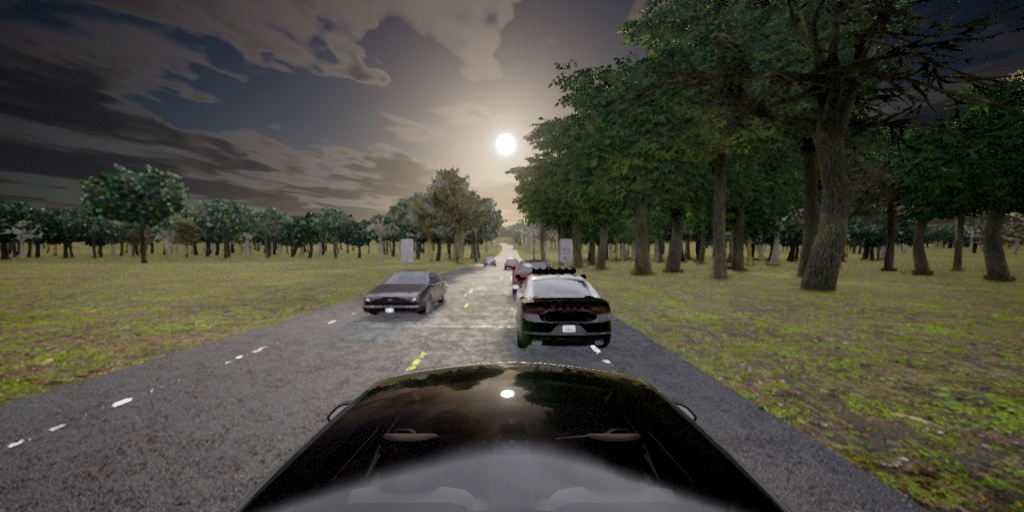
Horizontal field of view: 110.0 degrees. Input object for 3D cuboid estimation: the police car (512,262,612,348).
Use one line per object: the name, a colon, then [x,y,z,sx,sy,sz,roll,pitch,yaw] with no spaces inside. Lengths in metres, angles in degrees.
police car: [1.047,1.113,9.171,1.930,1.638,5.238,0,0,0]

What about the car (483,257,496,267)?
car: [-3.574,0.900,57.841,2.128,1.511,4.902,0,0,0]

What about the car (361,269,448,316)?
car: [-3.606,1.204,13.230,2.033,1.411,5.357,0,0,0]

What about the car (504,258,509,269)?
car: [0.018,1.007,46.845,1.994,1.385,4.181,0,0,0]

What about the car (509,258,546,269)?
car: [1.044,0.963,19.035,2.097,1.767,4.553,0,0,0]
